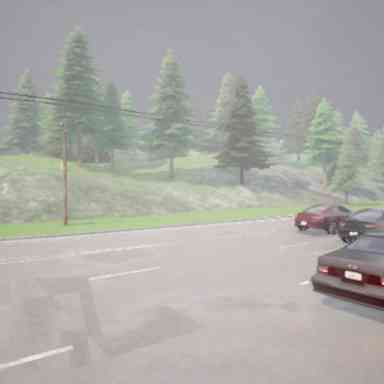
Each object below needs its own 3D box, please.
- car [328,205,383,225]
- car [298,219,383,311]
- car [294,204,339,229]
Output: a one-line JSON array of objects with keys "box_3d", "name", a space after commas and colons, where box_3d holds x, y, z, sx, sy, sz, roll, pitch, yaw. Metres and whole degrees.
[{"box_3d": [7.832, 1.366, 13.628, 4.674, 1.442, 1.812, 0, 0, -36], "name": "car"}, {"box_3d": [4.816, 1.457, 7.179, 5.357, 1.411, 2.033, -1, 0, -35], "name": "car"}, {"box_3d": [7.332, 1.345, 17.568, 4.674, 1.442, 1.812, -1, 0, -35], "name": "car"}]
